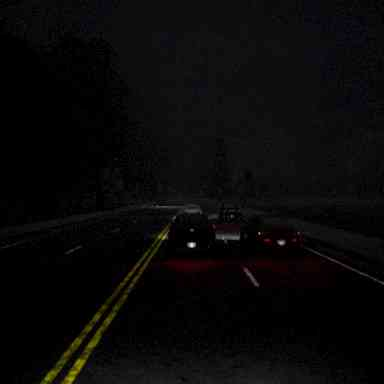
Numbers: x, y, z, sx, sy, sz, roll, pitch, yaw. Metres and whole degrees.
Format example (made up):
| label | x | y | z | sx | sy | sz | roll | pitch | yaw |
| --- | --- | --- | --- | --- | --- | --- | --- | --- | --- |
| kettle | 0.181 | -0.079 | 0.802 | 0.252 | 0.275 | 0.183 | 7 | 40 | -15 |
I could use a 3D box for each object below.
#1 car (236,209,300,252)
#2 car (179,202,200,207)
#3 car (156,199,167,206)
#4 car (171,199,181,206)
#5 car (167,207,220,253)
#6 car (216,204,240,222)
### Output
| label | x | y | z | sx | sy | sz | roll | pitch | yaw |
| --- | --- | --- | --- | --- | --- | --- | --- | --- | --- |
| car | 3.252 | 1.663 | 14.377 | 1.812 | 1.442 | 4.674 | 0 | 0 | 0 |
| car | -0.001 | 1.810 | 29.376 | 1.812 | 1.442 | 4.674 | 0 | 0 | 0 |
| car | -6.514 | 2.261 | 70.981 | 1.994 | 1.385 | 4.181 | 0 | -1 | 0 |
| car | -3.264 | 2.233 | 70.982 | 1.812 | 1.442 | 4.674 | 0 | -1 | 0 |
| car | 0.001 | 1.645 | 14.306 | 1.837 | 1.490 | 4.892 | 0 | 0 | 0 |
| car | 3.248 | 1.776 | 29.304 | 2.128 | 1.511 | 4.902 | 0 | 0 | 0 |
